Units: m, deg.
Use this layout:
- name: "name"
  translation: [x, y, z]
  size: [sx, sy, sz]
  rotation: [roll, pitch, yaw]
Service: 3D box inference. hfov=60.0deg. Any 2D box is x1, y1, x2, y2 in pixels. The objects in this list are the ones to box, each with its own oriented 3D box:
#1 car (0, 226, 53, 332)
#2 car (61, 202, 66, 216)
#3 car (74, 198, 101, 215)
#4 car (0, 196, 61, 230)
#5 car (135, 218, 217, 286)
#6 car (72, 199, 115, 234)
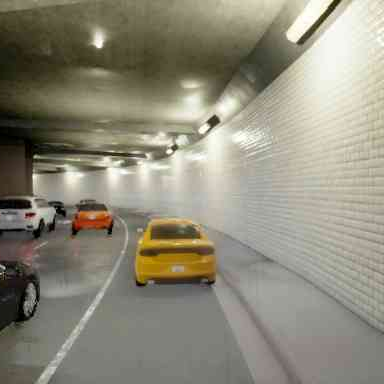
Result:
- name: "car"
  translation: [-3.634, 1.506, 4.268]
  size: [1.837, 1.490, 4.892]
  rotation: [0, 0, -4]
- name: "car"
  translation: [-13.017, 1.548, 31.513]
  size: [2.033, 1.411, 5.357]
  rotation: [0, 0, -24]
- name: "car"
  translation: [-11.252, 1.477, 35.690]
  size: [1.882, 1.535, 5.008]
  rotation: [0, 0, -28]
- name: "car"
  translation: [-8.882, 1.223, 17.911]
  size: [2.150, 2.045, 5.566]
  rotation: [0, 0, -11]
- name: "car"
  translation: [-0.553, 1.477, 9.496]
  size: [1.882, 1.535, 5.008]
  rotation: [0, 0, -6]
- name: "car"
  translation: [-5.660, 1.351, 19.451]
  size: [2.097, 1.767, 4.553]
  rotation: [0, 0, -12]
